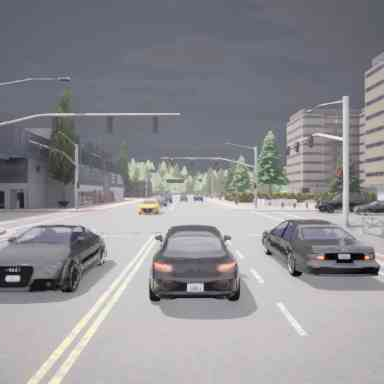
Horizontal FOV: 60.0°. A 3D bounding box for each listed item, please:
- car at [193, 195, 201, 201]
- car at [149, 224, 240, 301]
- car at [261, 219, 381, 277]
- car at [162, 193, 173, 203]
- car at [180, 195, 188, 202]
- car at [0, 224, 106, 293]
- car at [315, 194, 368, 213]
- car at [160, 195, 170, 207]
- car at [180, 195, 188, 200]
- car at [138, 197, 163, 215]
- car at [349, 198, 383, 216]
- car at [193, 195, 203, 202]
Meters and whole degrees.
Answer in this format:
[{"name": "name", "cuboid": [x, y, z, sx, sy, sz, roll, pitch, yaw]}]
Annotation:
[{"name": "car", "cuboid": [1.302, 1.500, 88.810, 1.837, 1.490, 4.892, 0, 0, -1]}, {"name": "car", "cuboid": [0.035, 1.526, 8.182, 1.812, 1.442, 4.674, 0, 0, -1]}, {"name": "car", "cuboid": [3.533, 1.547, 10.240, 2.033, 1.411, 5.357, 0, 0, 0]}, {"name": "car", "cuboid": [-5.160, 1.217, 67.794, 2.150, 2.045, 5.566, 0, 0, -1]}, {"name": "car", "cuboid": [-1.922, 1.533, 78.102, 2.033, 1.411, 5.357, 0, 0, -1]}, {"name": "car", "cuboid": [-3.642, 1.564, 8.729, 1.994, 1.385, 4.181, 0, 0, -1]}, {"name": "car", "cuboid": [16.284, 1.222, 35.967, 5.566, 2.045, 2.150, 0, 0, -2]}, {"name": "car", "cuboid": [-4.793, 1.525, 50.787, 1.812, 1.442, 4.674, 0, 0, -2]}, {"name": "car", "cuboid": [-2.197, 1.467, 88.737, 1.994, 1.385, 4.181, 0, 0, -1]}, {"name": "car", "cuboid": [-4.276, 1.477, 33.794, 1.882, 1.535, 5.008, 0, 0, -2]}, {"name": "car", "cuboid": [18.220, 1.526, 32.499, 4.674, 1.442, 1.812, 0, 0, -2]}, {"name": "car", "cuboid": [1.565, 1.478, 78.672, 1.882, 1.535, 5.008, 0, 0, -1]}]
